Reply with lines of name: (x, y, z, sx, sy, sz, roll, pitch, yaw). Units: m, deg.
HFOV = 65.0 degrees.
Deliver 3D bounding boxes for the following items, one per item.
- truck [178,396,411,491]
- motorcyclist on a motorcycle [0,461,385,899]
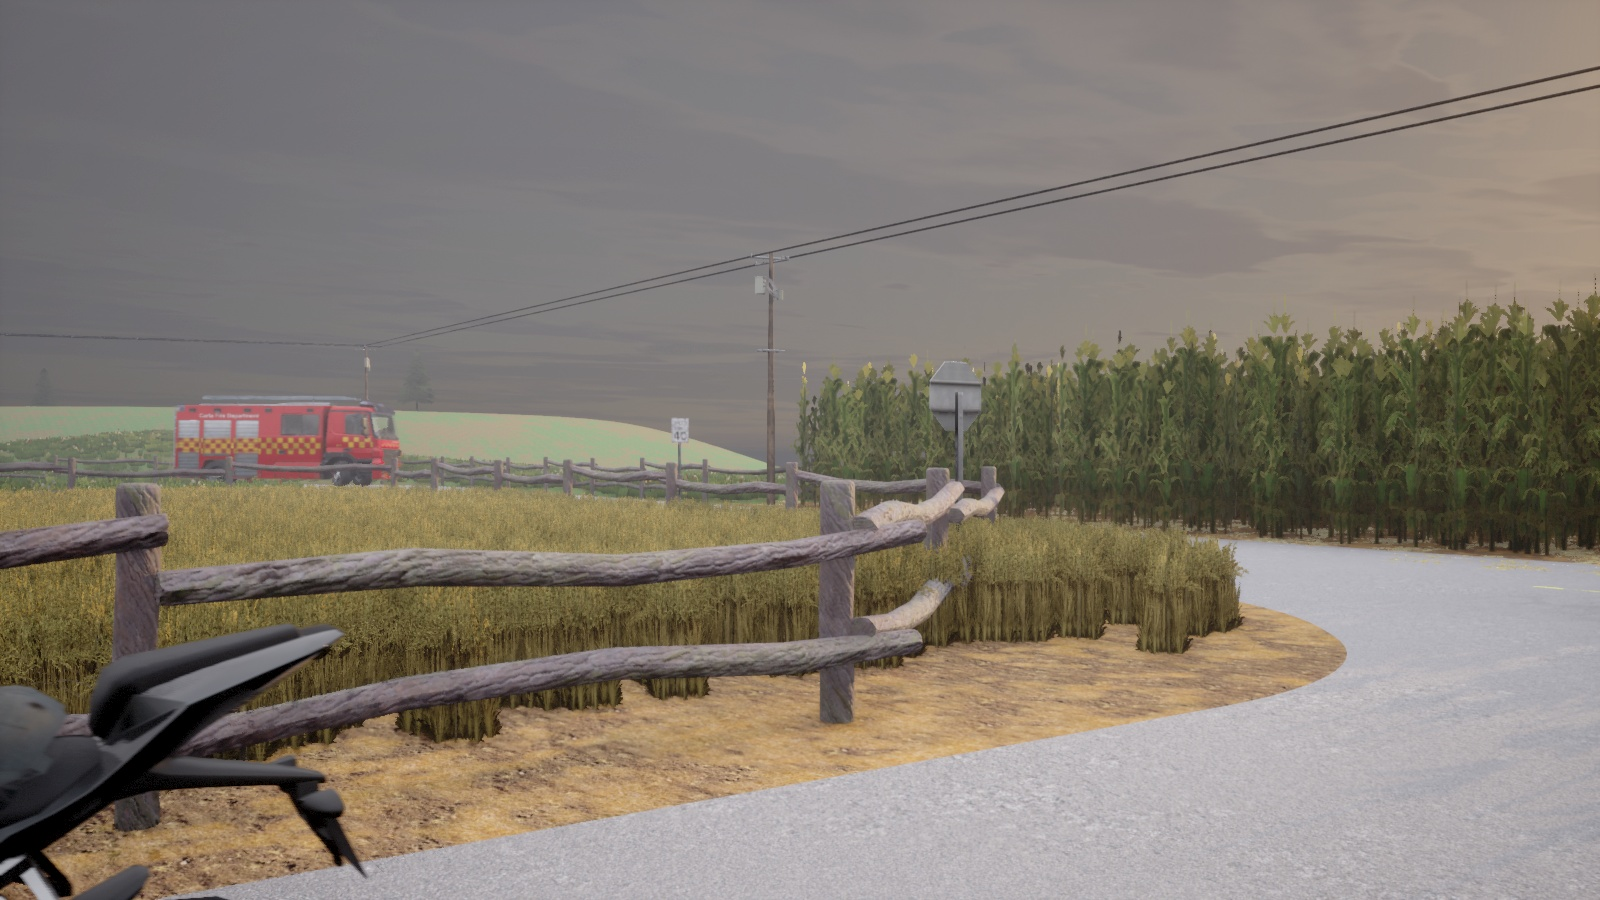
truck: (-20.808, -0.249, 52.037, 8.468, 3.827, 2.891, 0, -1, 1)
motorcyclist on a motorcycle: (-1.857, 0.788, 1.879, 2.191, 1.530, 0.866, 0, 0, -35)
